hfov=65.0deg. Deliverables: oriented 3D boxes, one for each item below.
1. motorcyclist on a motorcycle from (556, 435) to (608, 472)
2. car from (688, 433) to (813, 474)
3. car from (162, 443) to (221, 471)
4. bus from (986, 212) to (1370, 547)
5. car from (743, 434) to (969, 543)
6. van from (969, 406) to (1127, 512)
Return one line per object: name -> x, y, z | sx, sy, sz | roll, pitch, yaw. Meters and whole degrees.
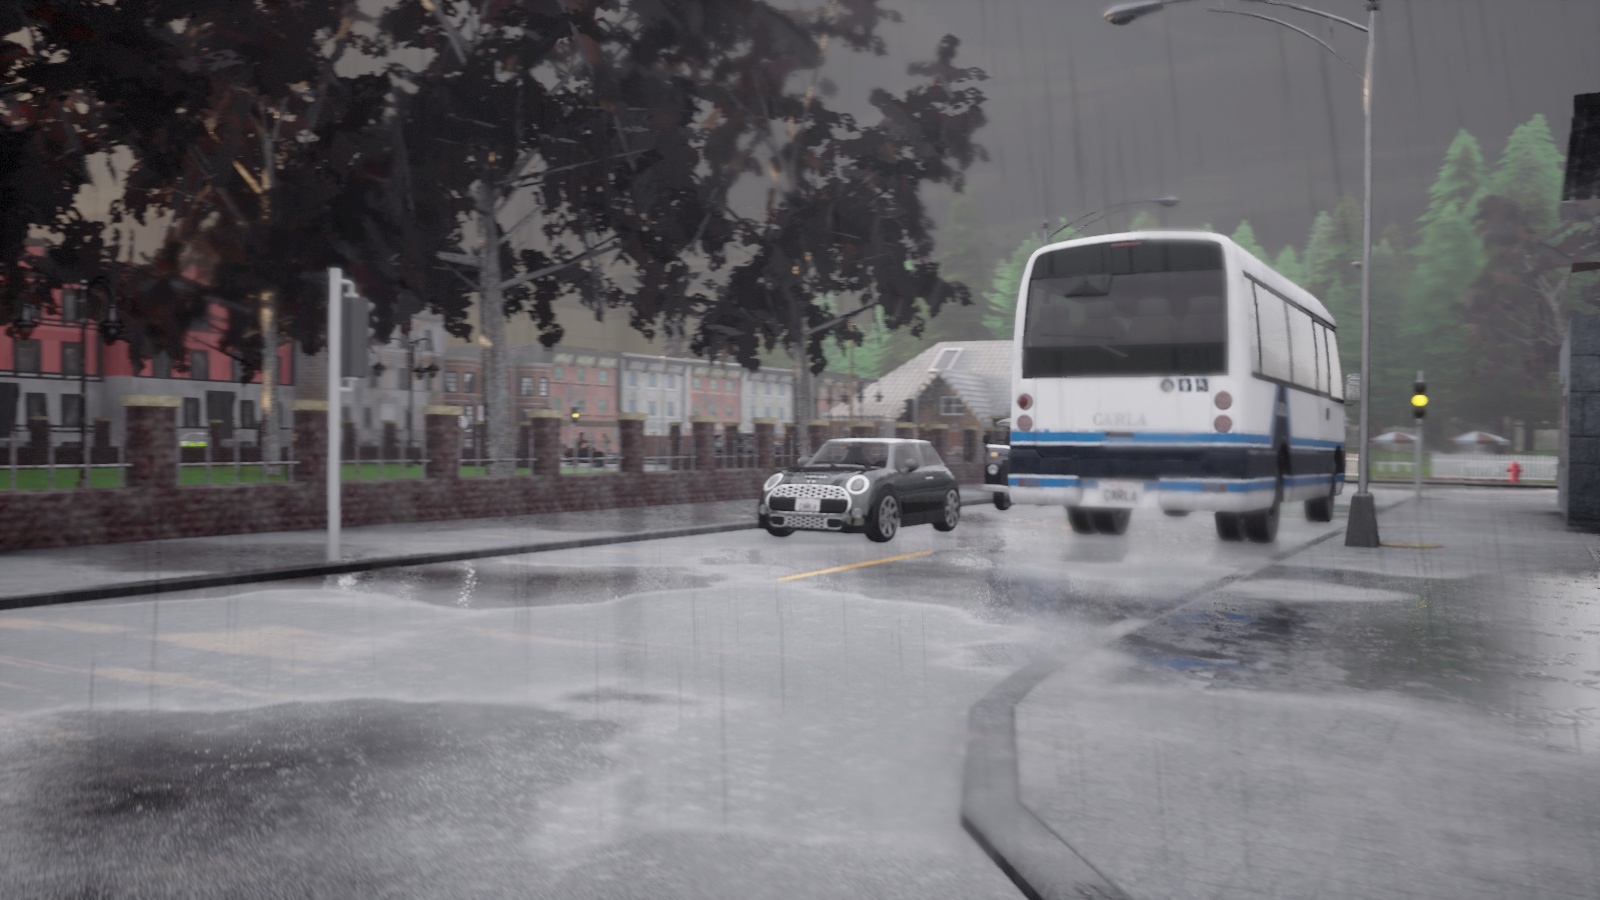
motorcyclist on a motorcycle -> -9.959, 0.166, 57.282 | 2.350, 1.649, 0.766 | 0, 1, 28
car -> -2.081, 0.140, 52.726 | 4.856, 1.649, 2.033 | 0, 1, 28
car -> -30.374, 0.348, 62.724 | 1.481, 1.376, 2.207 | 0, 0, 38
bus -> 6.967, -0.906, 21.379 | 3.944, 4.253, 10.273 | 0, 0, 30
car -> 0.963, 0.498, 19.116 | 1.970, 1.475, 3.806 | 0, 1, 28
van -> 5.379, 0.149, 26.753 | 2.069, 2.038, 4.480 | 0, 1, 28
